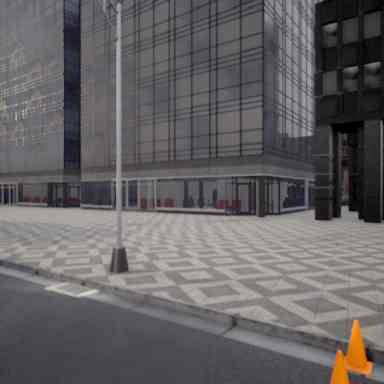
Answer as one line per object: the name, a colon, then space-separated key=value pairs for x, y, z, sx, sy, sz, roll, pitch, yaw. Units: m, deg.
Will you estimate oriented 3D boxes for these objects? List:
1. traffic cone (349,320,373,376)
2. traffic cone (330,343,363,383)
traffic cone: x=2.122 y=1.956 z=4.294 sx=0.340 sy=0.580 sz=0.340 roll=0 pitch=0 yaw=35
traffic cone: x=1.546 y=1.956 z=3.476 sx=0.340 sy=0.580 sz=0.340 roll=0 pitch=0 yaw=35
